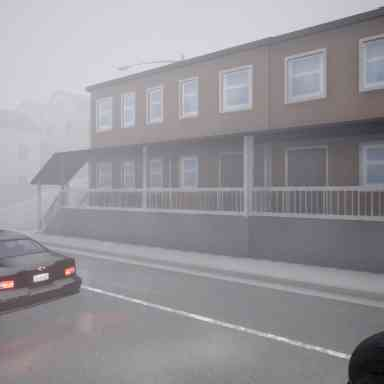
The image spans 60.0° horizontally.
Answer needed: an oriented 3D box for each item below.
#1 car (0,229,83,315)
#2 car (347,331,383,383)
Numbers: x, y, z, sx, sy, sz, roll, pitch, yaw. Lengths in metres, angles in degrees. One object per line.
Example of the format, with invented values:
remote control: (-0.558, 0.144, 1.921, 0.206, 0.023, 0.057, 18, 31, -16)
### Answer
car: (-4.687, 1.547, 7.306, 5.357, 1.411, 2.033, 0, 0, 36)
car: (3.438, 1.478, 1.536, 5.008, 1.535, 1.882, 0, 0, 35)
